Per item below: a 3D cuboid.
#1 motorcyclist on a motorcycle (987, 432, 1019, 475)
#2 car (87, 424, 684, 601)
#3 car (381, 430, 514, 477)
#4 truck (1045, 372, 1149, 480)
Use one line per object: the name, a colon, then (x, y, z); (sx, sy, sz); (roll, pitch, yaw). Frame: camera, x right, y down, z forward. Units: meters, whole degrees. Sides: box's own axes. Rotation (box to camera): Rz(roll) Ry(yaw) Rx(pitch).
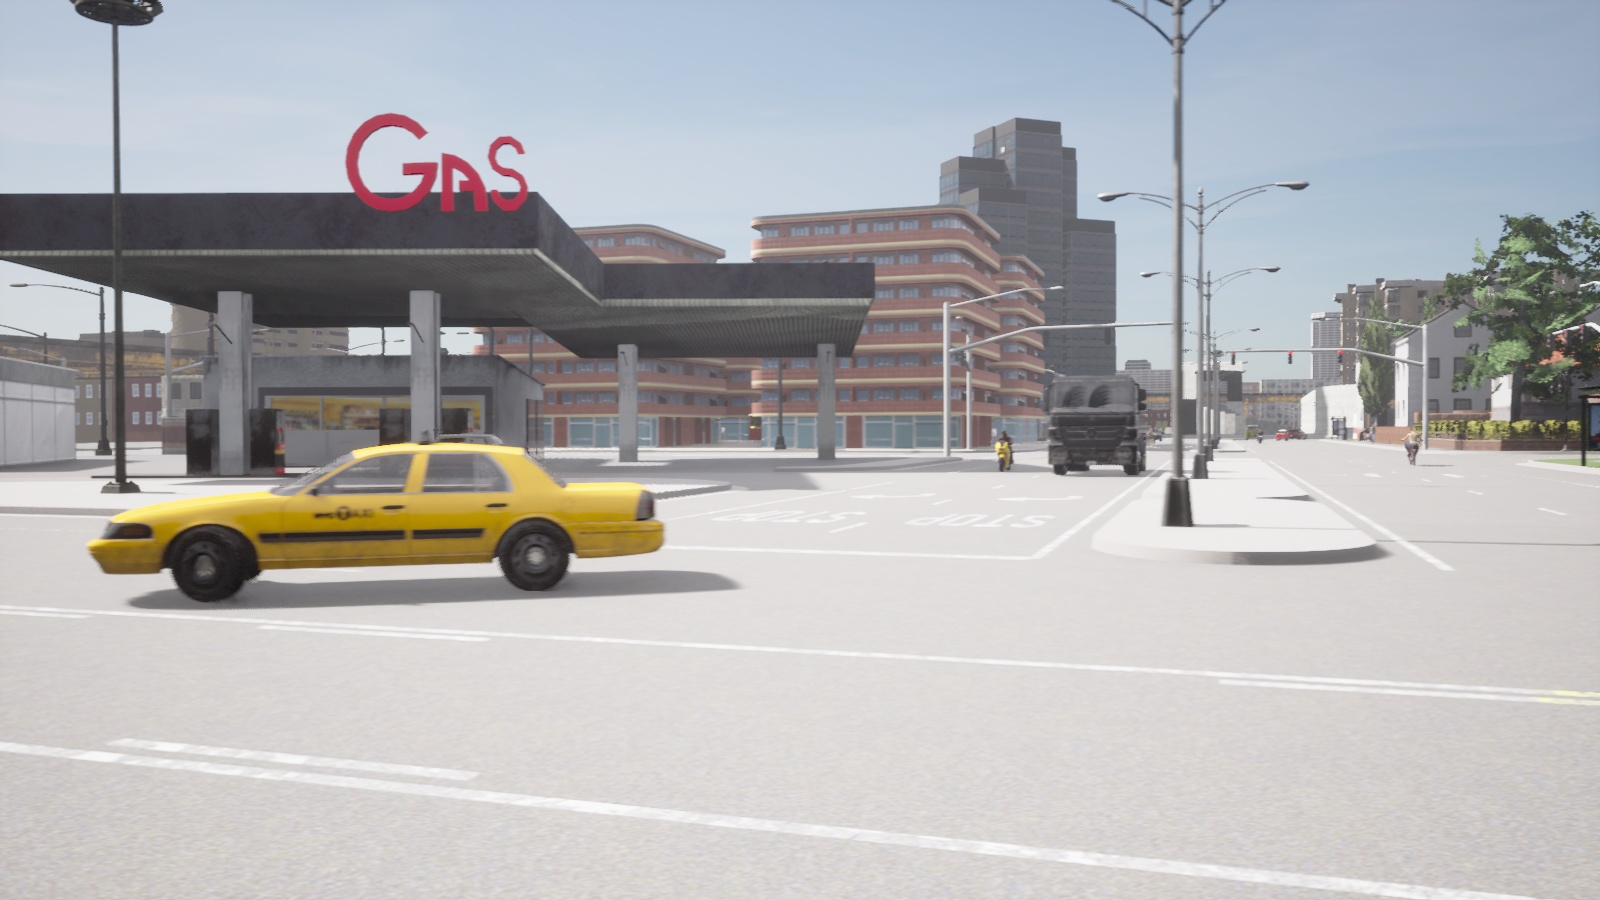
motorcyclist on a motorcycle: (7.425, 0.103, 45.807); (0.797, 1.523, 2.044); (1, 1, 19)
car: (-3.987, 0.546, 12.741); (5.366, 1.575, 1.801); (0, 1, -15)
car: (-11.343, 0.097, 40.630); (3.806, 1.475, 1.970); (0, 1, -2)
truck: (10.625, -0.825, 44.345); (2.891, 3.462, 7.936); (1, 1, 18)
